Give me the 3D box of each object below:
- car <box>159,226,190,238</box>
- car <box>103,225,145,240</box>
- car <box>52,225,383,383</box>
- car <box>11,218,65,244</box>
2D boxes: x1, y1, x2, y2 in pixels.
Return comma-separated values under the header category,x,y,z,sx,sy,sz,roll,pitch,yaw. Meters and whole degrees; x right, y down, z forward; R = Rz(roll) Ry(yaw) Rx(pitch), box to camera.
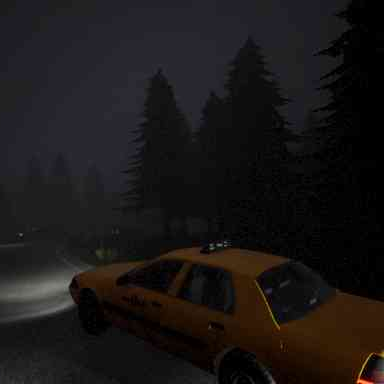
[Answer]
category,x,y,z,sx,sy,sz,roll,pitch,yaw
car,-2.306,5.543,46.271,1.882,1.535,5.008,-5,-8,30
car,-7.429,4.510,36.965,2.033,1.411,5.357,-4,-8,20
car,0.133,1.441,4.744,5.366,1.575,1.801,0,1,43
car,-12.737,3.226,28.141,2.150,2.045,5.566,-4,-7,7
